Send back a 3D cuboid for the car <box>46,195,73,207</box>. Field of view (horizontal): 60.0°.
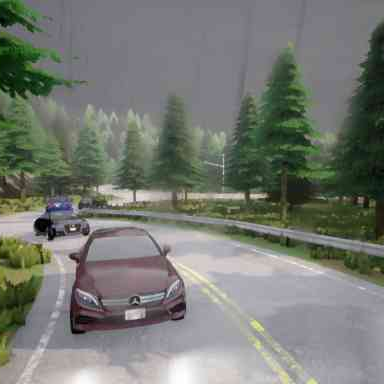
[{"bbox_3d":[-12.822,1.326,32.220,2.150,2.045,5.566,-1,0,-18],"label":"car"}]

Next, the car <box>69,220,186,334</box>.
[{"bbox_3d":[-1.512,1.523,7.052,1.812,1.442,4.674,-2,0,-17],"label":"car"}]

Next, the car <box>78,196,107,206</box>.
[{"bbox_3d":[-12.665,1.289,42.806,2.097,1.767,4.553,2,2,13],"label":"car"}]

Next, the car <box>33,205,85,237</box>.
[{"bbox_3d":[-7.032,1.664,17.756,1.994,1.385,4.181,-4,2,-38],"label":"car"}]
